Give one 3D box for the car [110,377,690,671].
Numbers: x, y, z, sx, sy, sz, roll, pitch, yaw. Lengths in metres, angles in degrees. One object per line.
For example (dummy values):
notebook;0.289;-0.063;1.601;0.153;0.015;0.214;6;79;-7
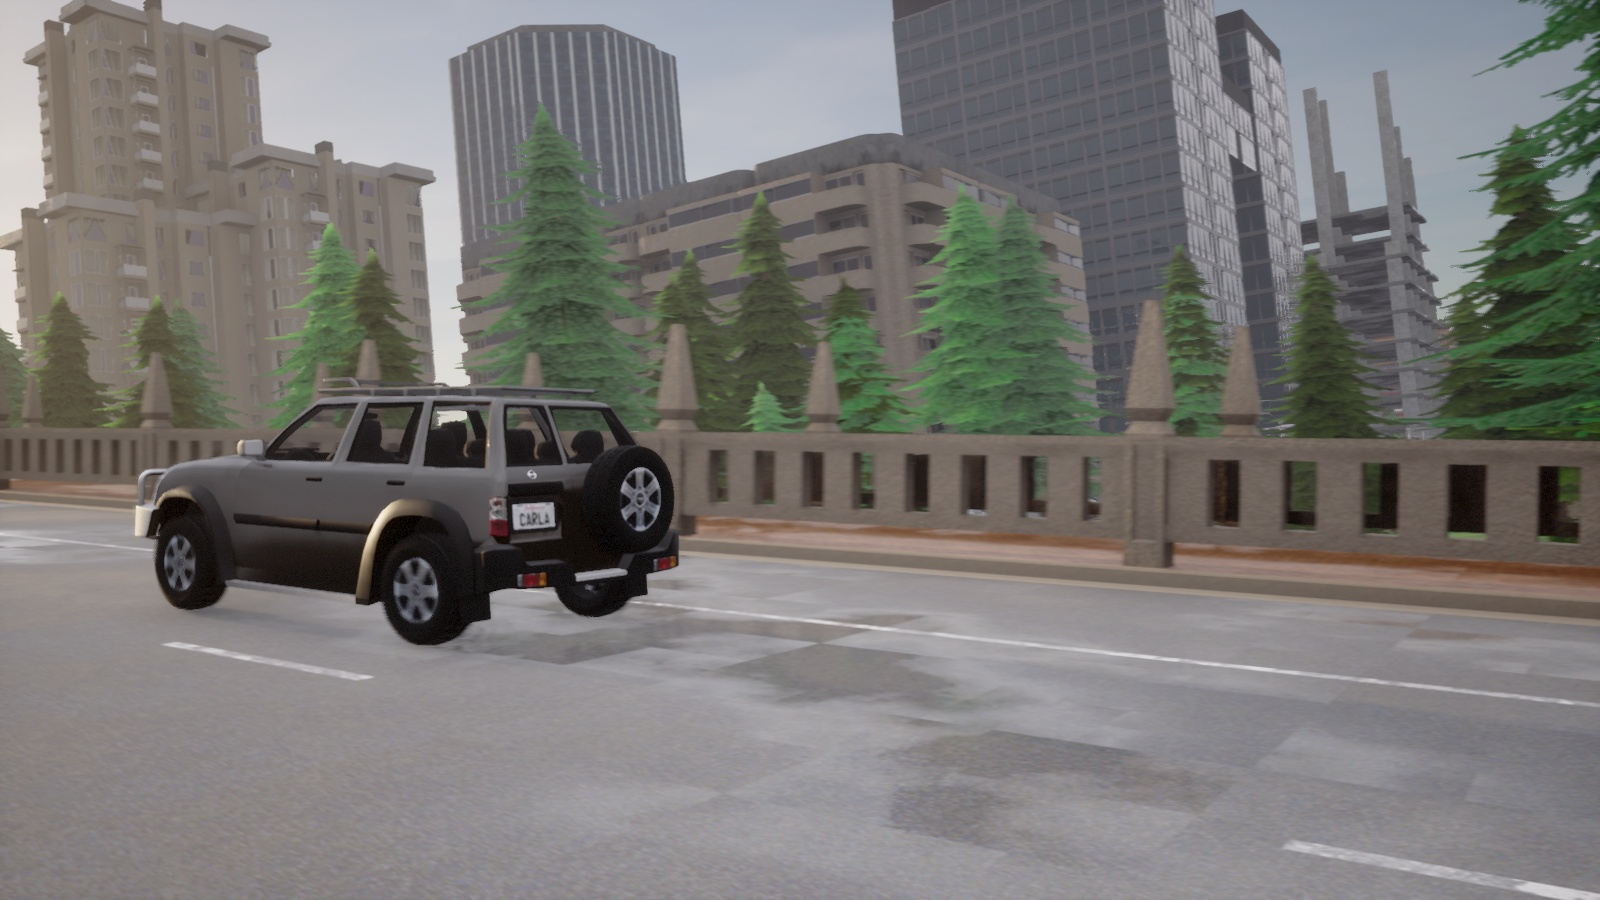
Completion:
car;-3.294;0.450;10.011;4.605;1.855;1.932;0;1;34
